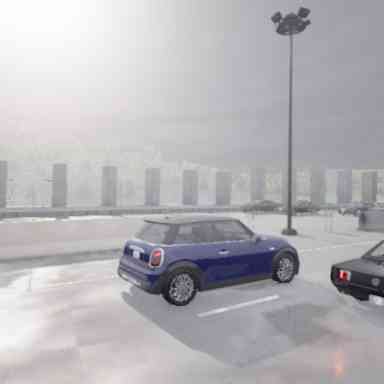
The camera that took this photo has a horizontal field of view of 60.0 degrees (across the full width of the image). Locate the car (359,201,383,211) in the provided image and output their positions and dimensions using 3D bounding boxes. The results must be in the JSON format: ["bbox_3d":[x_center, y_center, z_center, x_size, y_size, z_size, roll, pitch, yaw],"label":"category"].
[{"bbox_3d":[17.947,1.694,30.331,4.892,1.490,1.837,1,0,-25],"label":"car"}]

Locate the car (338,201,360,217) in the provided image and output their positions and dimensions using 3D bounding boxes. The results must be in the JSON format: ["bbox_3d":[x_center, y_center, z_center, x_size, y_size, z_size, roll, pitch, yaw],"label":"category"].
[{"bbox_3d":[17.049,1.678,33.765,4.902,1.511,2.128,1,0,-25],"label":"car"}]

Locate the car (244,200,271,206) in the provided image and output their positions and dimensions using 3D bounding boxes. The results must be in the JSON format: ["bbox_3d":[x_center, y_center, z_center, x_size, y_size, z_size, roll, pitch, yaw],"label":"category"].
[{"bbox_3d":[7.570,1.622,36.899,4.892,1.490,1.837,1,0,-27],"label":"car"}]

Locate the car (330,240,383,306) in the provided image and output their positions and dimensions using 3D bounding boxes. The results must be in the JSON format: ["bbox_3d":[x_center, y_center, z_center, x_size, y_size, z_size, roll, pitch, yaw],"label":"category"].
[{"bbox_3d":[5.171,1.651,7.094,4.718,1.301,1.895,0,0,-33],"label":"car"}]

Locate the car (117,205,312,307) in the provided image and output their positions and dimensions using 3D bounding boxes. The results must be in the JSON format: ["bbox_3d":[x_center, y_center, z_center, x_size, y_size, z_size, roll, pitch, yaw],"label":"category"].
[{"bbox_3d":[0.583,1.367,8.245,4.553,1.767,2.097,1,0,-34],"label":"car"}]

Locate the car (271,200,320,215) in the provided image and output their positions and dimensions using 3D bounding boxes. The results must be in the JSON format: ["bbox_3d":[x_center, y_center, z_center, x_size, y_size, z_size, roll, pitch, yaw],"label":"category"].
[{"bbox_3d":[11.152,1.632,34.775,4.902,1.511,2.128,1,0,-26],"label":"car"}]
